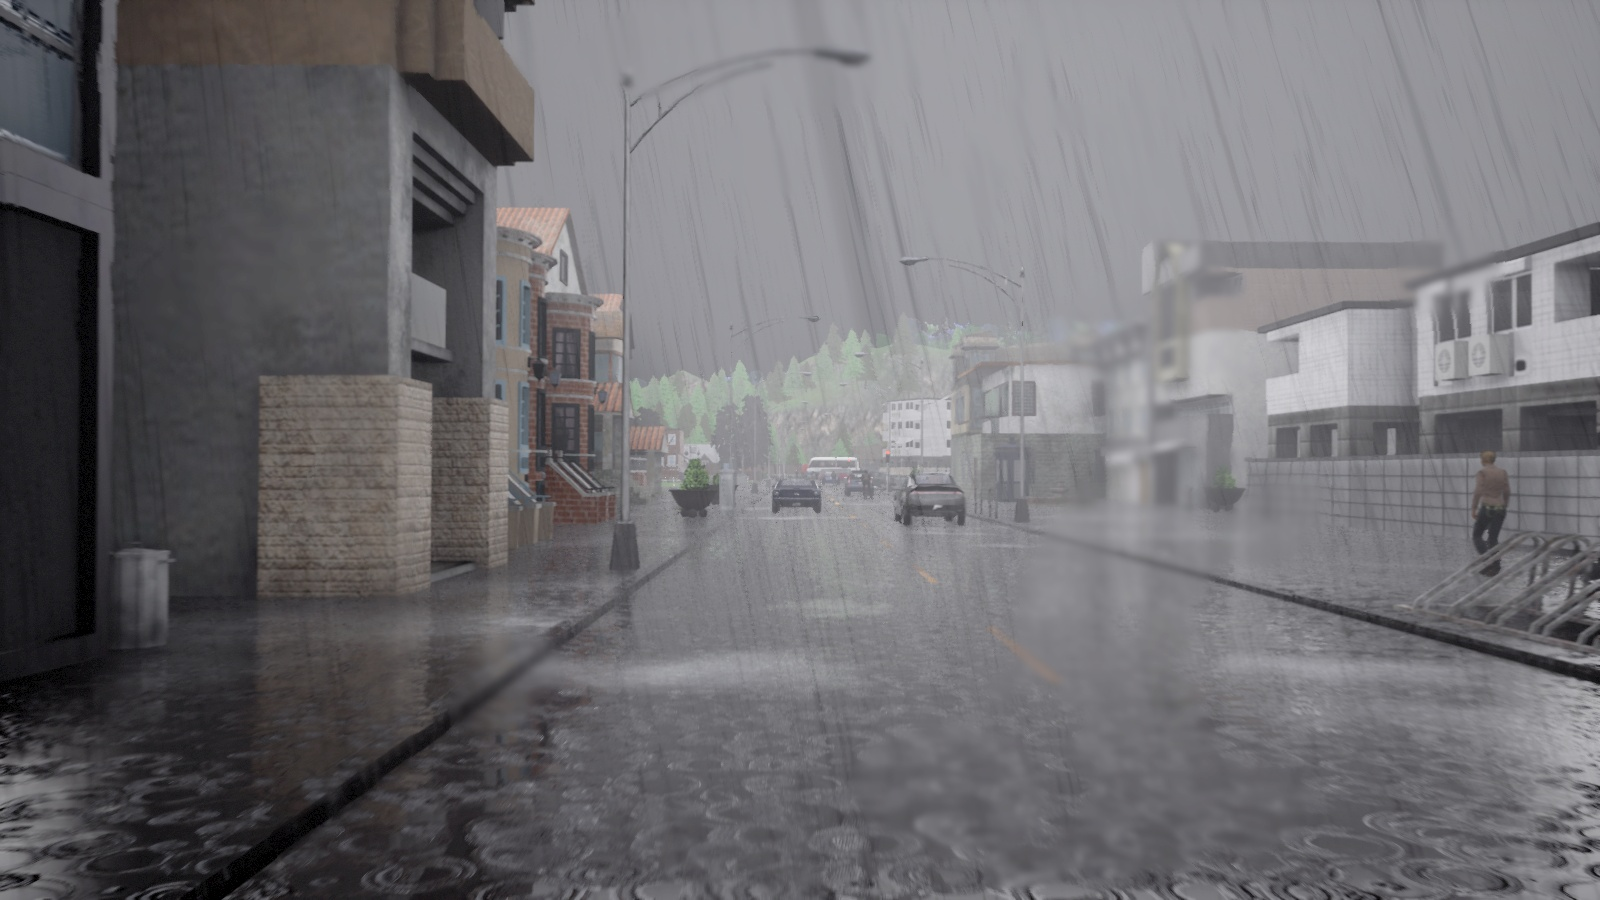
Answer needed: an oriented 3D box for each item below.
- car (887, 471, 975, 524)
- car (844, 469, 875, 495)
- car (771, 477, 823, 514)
[{"bbox_3d":[3.906,1.396,38.271,2.128,1.511,4.902,0,-1,0],"label":"car"},{"bbox_3d":[3.793,2.045,80.478,1.851,1.617,3.988,0,-1,0],"label":"car"},{"bbox_3d":[-0.119,1.729,48.601,1.895,1.301,4.718,0,-1,0],"label":"car"}]
